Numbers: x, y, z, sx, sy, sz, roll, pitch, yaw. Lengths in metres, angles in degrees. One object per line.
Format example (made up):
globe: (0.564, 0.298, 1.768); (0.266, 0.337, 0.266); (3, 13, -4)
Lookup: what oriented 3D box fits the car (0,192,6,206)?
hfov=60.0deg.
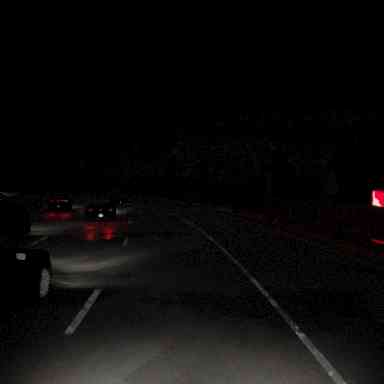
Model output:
car: (-23.245, 0.800, 39.287); (1.882, 1.535, 5.008); (-1, 1, -26)

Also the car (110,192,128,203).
car: (-9.772, 0.732, 43.773); (1.994, 1.385, 4.181); (-1, 1, -24)

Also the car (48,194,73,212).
car: (-11.881, 0.927, 30.082); (2.128, 1.511, 4.902); (-1, 1, -18)

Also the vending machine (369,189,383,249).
vending machine: (7.226, 0.934, 12.056); (1.100, 2.100, 0.880); (0, 2, -6)

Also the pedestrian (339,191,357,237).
pedestrian: (6.290, 0.855, 13.341); (0.375, 1.860, 0.375); (-1, 2, -7)

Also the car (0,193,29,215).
car: (-7.804, 0.987, 12.039); (2.150, 2.045, 5.566); (0, 1, -7)

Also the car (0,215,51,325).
car: (-3.682, 1.382, 4.718); (1.882, 1.535, 5.008); (0, 1, -3)

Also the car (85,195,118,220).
car: (-6.294, 1.147, 23.257); (1.895, 1.301, 4.718); (0, 1, -13)
